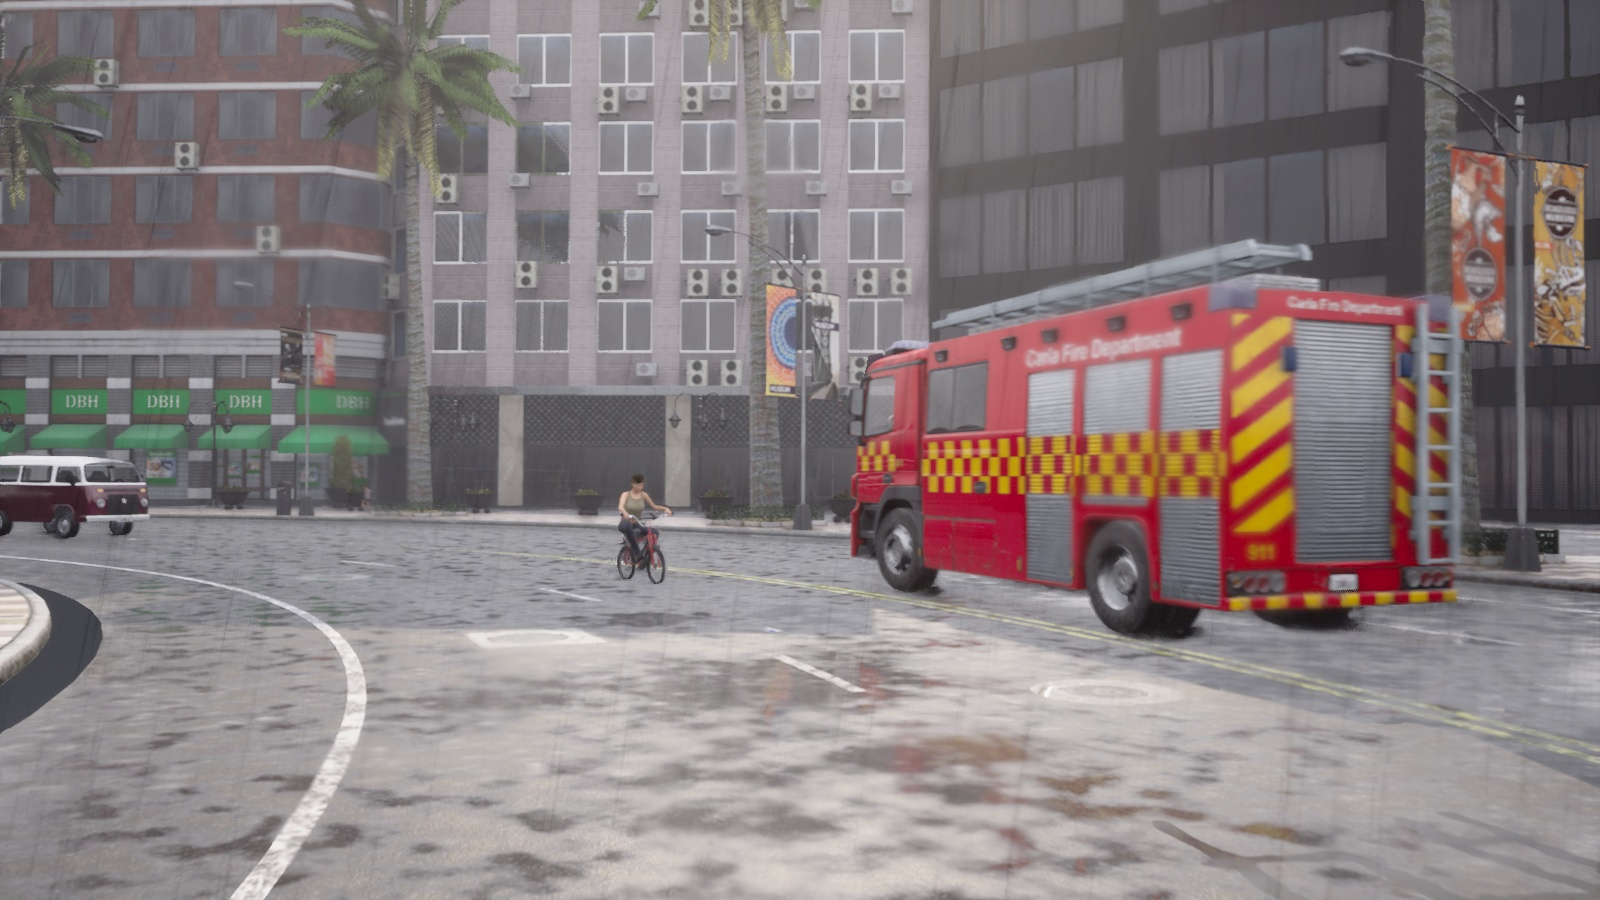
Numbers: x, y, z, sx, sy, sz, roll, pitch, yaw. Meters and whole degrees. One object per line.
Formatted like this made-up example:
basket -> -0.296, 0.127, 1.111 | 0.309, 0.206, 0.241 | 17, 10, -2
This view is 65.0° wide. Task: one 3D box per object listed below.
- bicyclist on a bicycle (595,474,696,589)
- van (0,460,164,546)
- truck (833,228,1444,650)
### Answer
bicyclist on a bicycle -> -2.313, 1.177, 18.615 | 0.866, 1.612, 1.509 | 0, -1, -35
van -> -18.648, 1.314, 31.848 | 4.480, 2.038, 2.069 | -1, -2, 23
truck -> 3.430, -0.006, 15.837 | 2.891, 3.827, 8.468 | 0, -1, -22
